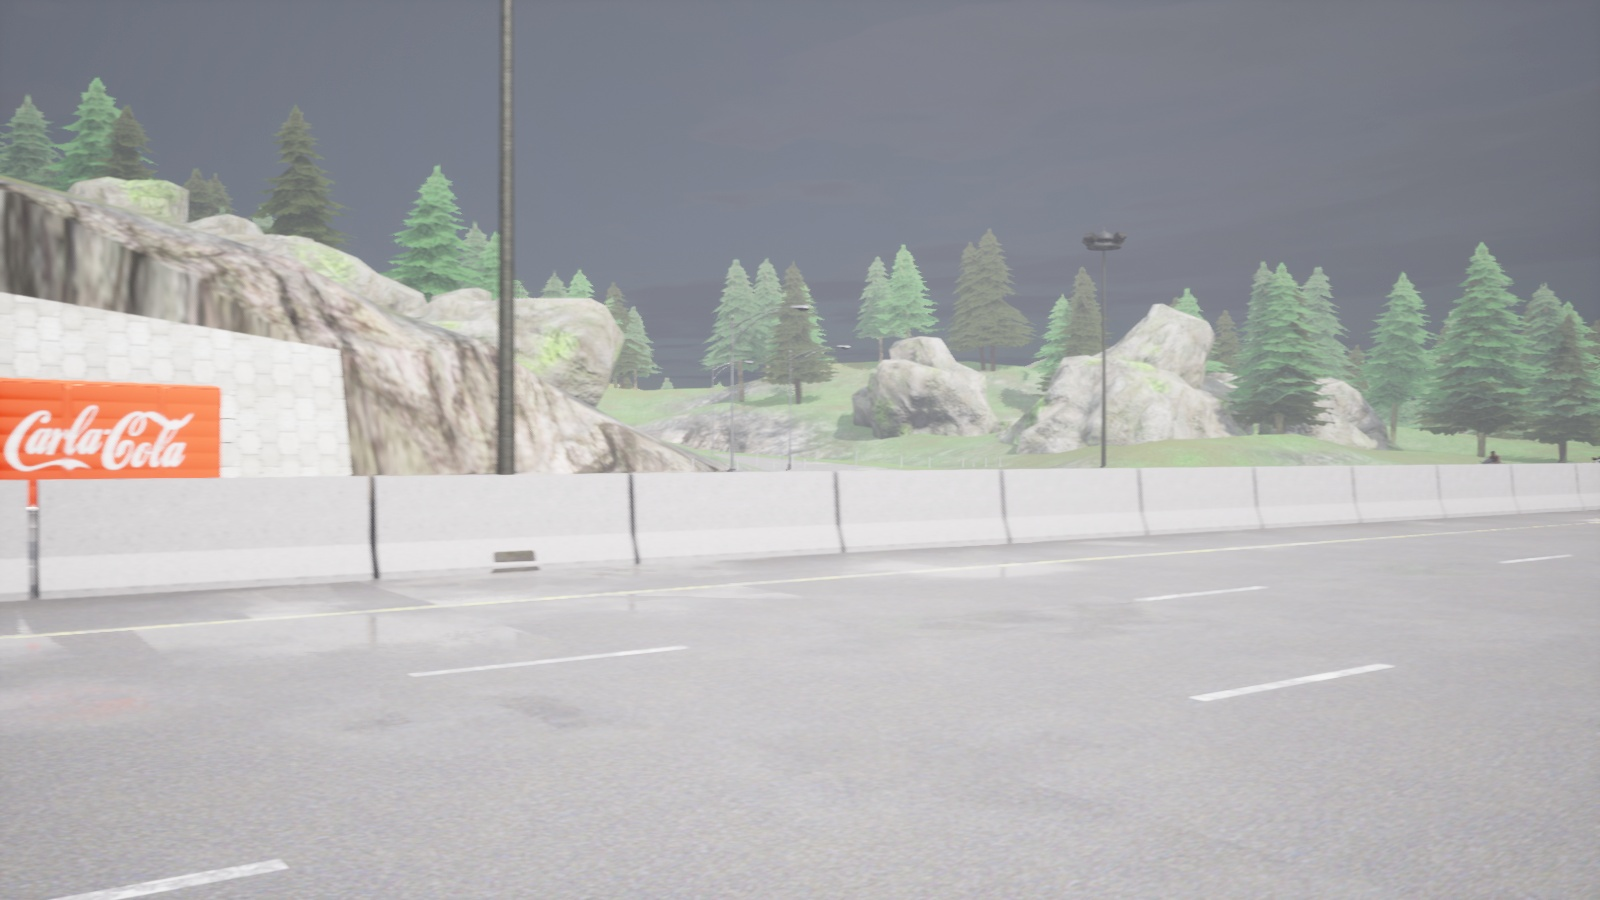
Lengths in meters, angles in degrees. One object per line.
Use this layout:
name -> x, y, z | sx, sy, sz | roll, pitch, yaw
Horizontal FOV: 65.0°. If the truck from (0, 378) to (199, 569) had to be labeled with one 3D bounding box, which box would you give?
truck -> -11.293, 0.305, 17.148 | 5.204, 2.467, 2.627 | 0, 0, -35
